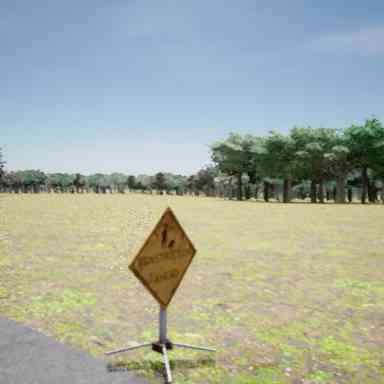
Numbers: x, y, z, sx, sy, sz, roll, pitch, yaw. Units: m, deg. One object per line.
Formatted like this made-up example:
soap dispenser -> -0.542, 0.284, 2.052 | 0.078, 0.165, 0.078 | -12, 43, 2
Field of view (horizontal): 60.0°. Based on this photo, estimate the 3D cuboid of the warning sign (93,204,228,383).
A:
warning sign -> -0.357, 1.108, 4.204 | 1.060, 1.860, 1.300 | 1, 0, 35
